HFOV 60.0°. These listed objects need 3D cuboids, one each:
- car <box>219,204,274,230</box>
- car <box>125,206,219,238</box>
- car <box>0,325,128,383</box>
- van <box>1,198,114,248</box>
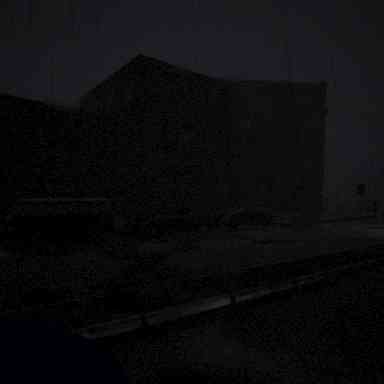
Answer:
[{"bbox_3d":[3.241,1.514,21.036,4.674,1.452,2.002,0,-2,-36],"label":"car"},{"bbox_3d":[-1.216,1.498,17.821,4.792,1.488,2.163,0,0,-36],"label":"car"},{"bbox_3d":[-2.709,1.477,1.508,5.008,1.535,1.882,0,0,-35],"label":"car"},{"bbox_3d":[-5.777,1.238,14.551,4.442,1.987,1.878,0,0,-36],"label":"van"}]
